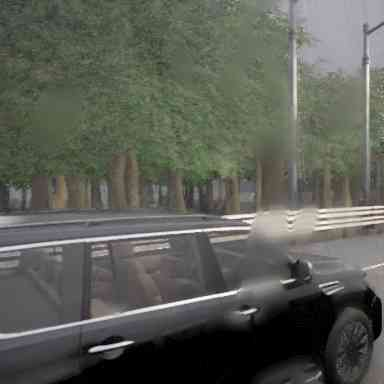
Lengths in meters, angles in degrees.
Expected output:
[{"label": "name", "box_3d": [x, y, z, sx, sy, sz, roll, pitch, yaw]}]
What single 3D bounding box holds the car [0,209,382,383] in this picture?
[{"label": "car", "box_3d": [-0.252, 1.202, 3.534, 5.566, 2.045, 2.150, -1, 0, -35]}]
